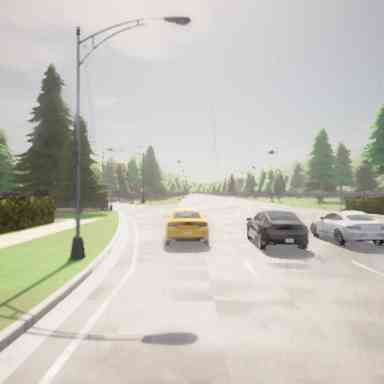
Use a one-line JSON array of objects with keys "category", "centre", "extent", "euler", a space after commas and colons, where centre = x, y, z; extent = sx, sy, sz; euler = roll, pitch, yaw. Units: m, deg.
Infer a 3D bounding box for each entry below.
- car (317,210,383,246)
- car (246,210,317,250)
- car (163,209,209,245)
[{"category": "car", "centre": [7.082, 1.571, 15.367], "extent": [1.812, 1.442, 4.674], "euler": [0, 0, 0]}, {"category": "car", "centre": [3.587, 1.548, 14.620], "extent": [1.837, 1.490, 4.892], "euler": [0, 0, 0]}, {"category": "car", "centre": [-0.337, 1.525, 15.894], "extent": [1.882, 1.535, 5.008], "euler": [0, 0, -4]}]
